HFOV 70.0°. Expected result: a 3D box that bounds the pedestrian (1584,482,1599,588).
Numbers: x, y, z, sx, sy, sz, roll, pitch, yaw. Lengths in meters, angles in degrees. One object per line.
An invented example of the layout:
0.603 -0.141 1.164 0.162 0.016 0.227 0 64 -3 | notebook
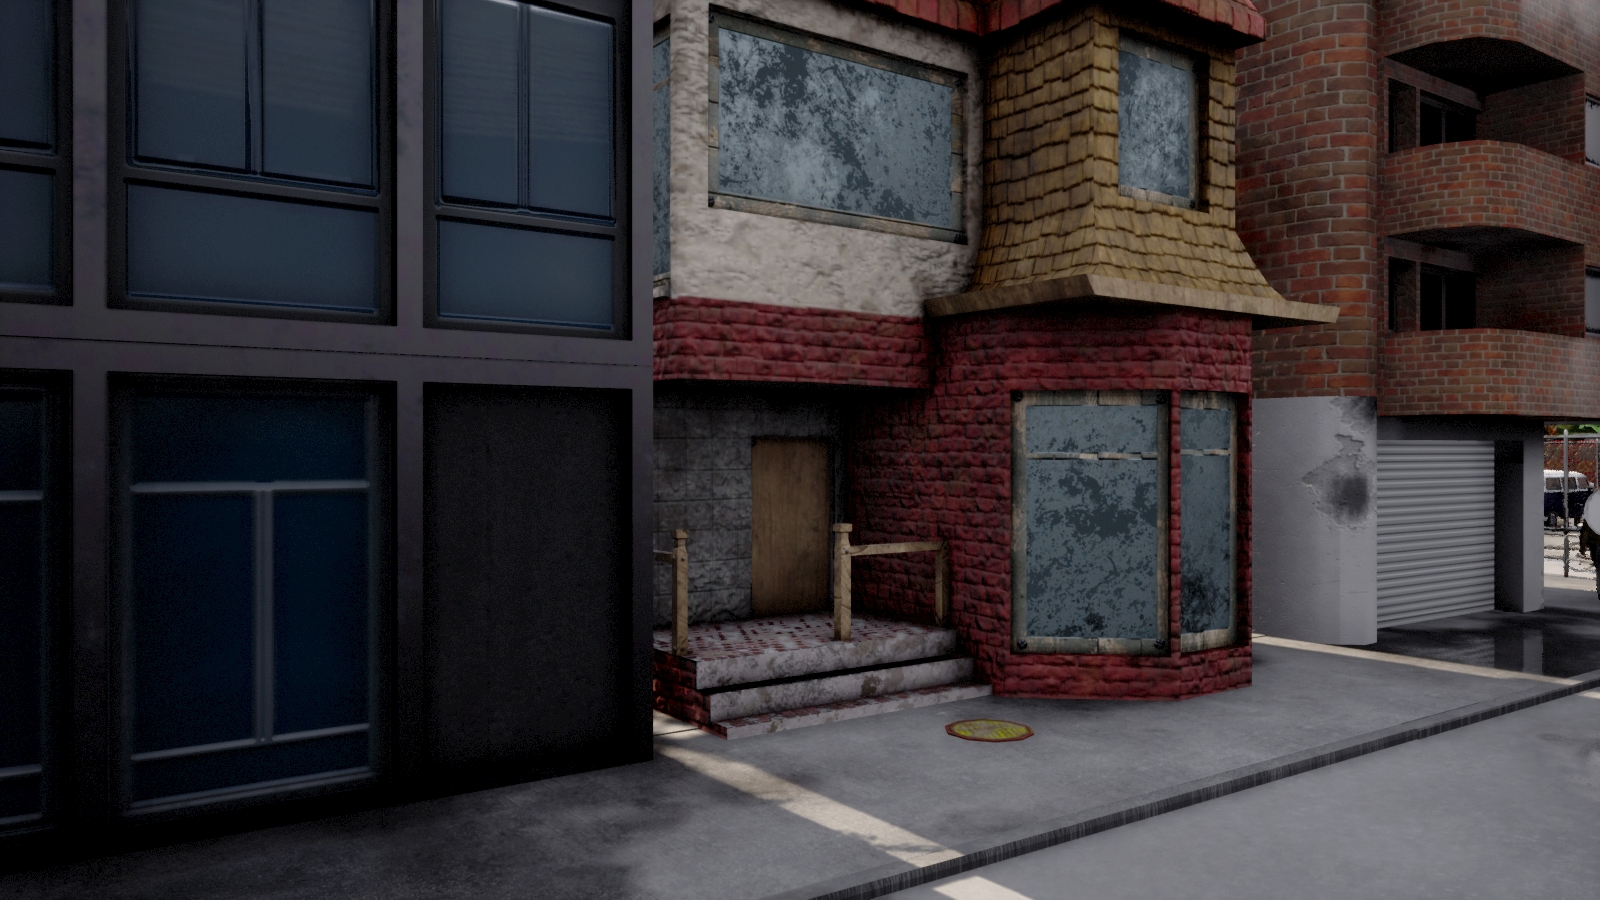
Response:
14.206 1.507 20.272 0.375 1.860 0.375 0 0 16 | pedestrian

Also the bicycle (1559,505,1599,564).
18.134 1.924 25.785 0.373 1.296 1.643 0 0 -34 | bicycle
